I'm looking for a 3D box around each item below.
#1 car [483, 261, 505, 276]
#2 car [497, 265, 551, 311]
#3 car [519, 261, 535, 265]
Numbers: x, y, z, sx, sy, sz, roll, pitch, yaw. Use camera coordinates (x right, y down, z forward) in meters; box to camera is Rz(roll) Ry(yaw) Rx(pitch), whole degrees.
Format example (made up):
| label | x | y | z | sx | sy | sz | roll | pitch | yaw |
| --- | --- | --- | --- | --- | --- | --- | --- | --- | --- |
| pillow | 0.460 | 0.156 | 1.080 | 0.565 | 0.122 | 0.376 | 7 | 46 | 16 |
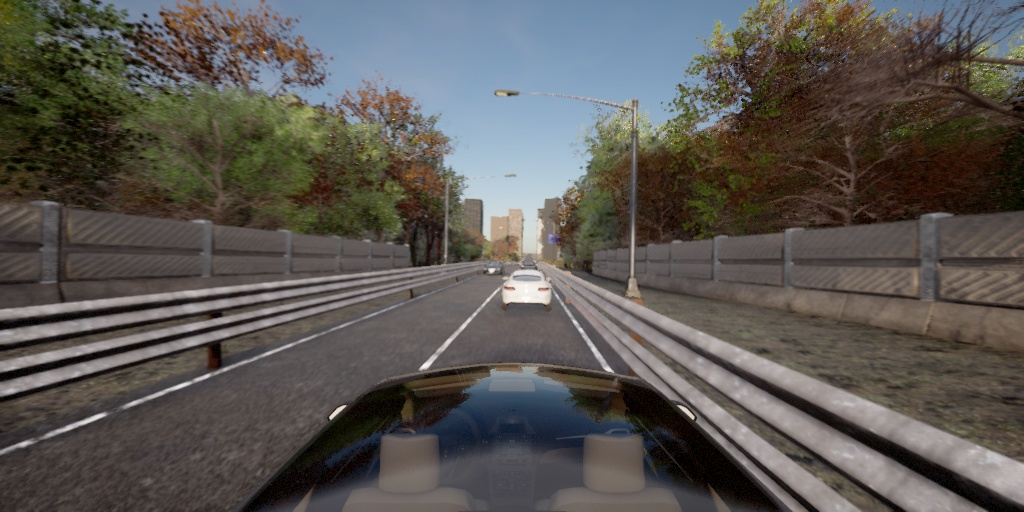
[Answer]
| label | x | y | z | sx | sy | sz | roll | pitch | yaw |
| --- | --- | --- | --- | --- | --- | --- | --- | --- | --- |
| car | -1.788 | 1.225 | 36.310 | 2.128 | 1.511 | 4.902 | 1 | 0 | 3 |
| car | 0.602 | 1.288 | 14.629 | 1.812 | 1.442 | 4.674 | 1 | 0 | 3 |
| car | 1.826 | 1.307 | 39.925 | 2.128 | 1.511 | 4.902 | 1 | 0 | 3 |
